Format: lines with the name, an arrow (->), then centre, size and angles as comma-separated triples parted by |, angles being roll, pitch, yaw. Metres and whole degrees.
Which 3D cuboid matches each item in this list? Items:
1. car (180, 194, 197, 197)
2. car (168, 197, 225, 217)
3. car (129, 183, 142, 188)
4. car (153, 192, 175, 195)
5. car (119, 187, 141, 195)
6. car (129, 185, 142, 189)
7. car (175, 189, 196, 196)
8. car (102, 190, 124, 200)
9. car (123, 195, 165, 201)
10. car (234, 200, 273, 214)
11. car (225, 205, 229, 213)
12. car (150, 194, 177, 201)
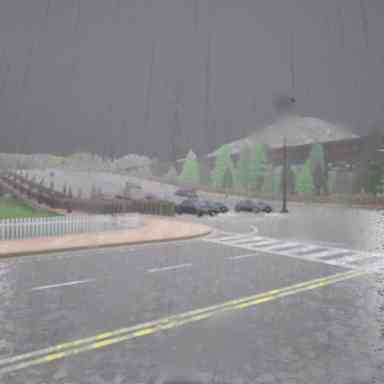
car -> 0.962, 1.378, 41.814 | 1.882, 1.535, 5.008 | 0, 1, -37
car -> 0.275, 1.510, 31.064 | 2.033, 1.411, 5.357 | 0, 0, -37
car -> -12.545, -1.300, 71.839 | 2.128, 1.511, 4.902 | 0, 7, -37
car -> -5.110, 0.961, 49.951 | 1.882, 1.535, 5.008 | 0, 4, -37
car -> -10.022, 0.594, 50.689 | 2.097, 1.767, 4.553 | 0, 5, -36
car -> -11.195, 0.122, 58.220 | 1.837, 1.490, 4.892 | 0, 6, -36
car -> -1.382, 0.460, 56.972 | 2.150, 2.045, 5.566 | 0, 4, -37
car -> -11.902, 0.869, 47.347 | 1.837, 1.490, 4.892 | 0, 4, -36
car -> -5.756, 1.416, 39.104 | 2.033, 1.411, 5.357 | 0, 2, -37
car -> 6.343, 1.513, 34.645 | 1.994, 1.385, 4.181 | 0, 0, -37
car -> 1.925, 1.516, 34.699 | 1.994, 1.385, 4.181 | 0, 0, -37
car -> -4.036, 1.372, 42.650 | 1.994, 1.385, 4.181 | 0, 2, -37
